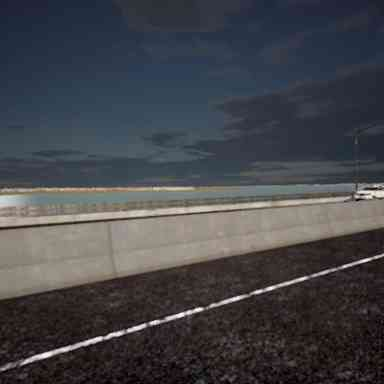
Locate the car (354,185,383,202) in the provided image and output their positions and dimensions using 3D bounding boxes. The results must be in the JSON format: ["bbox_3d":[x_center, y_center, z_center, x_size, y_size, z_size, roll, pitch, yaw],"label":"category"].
[{"bbox_3d":[22.972,0.216,42.393,5.566,2.045,2.150,-2,1,-36],"label":"car"}]

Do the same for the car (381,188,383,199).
[{"bbox_3d":[25.079,0.473,39.592,4.902,1.511,2.128,-2,1,-36],"label":"car"}]
